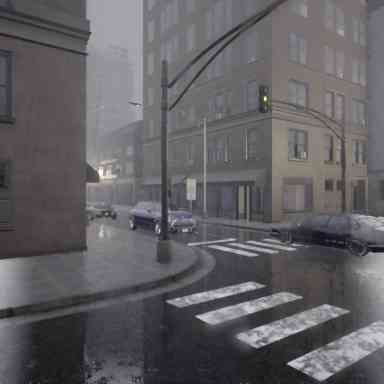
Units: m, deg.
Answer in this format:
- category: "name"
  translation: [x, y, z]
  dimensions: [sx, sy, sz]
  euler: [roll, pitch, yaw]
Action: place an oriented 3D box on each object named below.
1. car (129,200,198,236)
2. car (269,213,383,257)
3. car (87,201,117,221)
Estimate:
- category: "car"
  translation: [-1.640, 1.267, 17.967]
  dimensions: [2.097, 1.767, 4.553]
  euler: [0, 0, -36]
- category: "car"
  translation: [5.584, 1.521, 12.945]
  dimensions: [2.033, 1.411, 5.357]
  euler: [0, 0, -36]
- category: "car"
  translation: [-7.436, 1.427, 26.073]
  dimensions: [1.994, 1.385, 4.181]
  euler: [0, 0, -35]
